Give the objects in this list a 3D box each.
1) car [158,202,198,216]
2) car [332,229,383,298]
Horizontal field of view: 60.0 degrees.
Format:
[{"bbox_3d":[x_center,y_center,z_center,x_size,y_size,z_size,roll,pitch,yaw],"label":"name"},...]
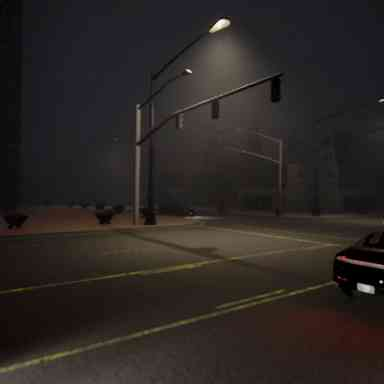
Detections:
[{"bbox_3d":[-1.601,1.718,34.691,2.033,1.411,5.357,1,-1,-35],"label":"car"},{"bbox_3d":[5.130,1.555,7.434,4.902,1.511,2.128,1,0,-35],"label":"car"}]
